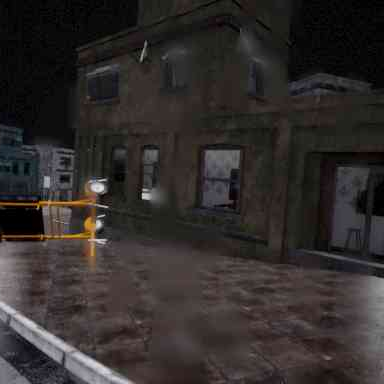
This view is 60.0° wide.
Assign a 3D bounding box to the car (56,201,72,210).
[{"bbox_3d":[-20.591,2.179,56.349,2.033,1.411,5.357,5,-1,16],"label":"car"}]

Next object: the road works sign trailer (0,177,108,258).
[{"bbox_3d":[-4.870,1.155,11.785,3.560,2.380,2.880,2,43,-17],"label":"road works sign trailer"}]
